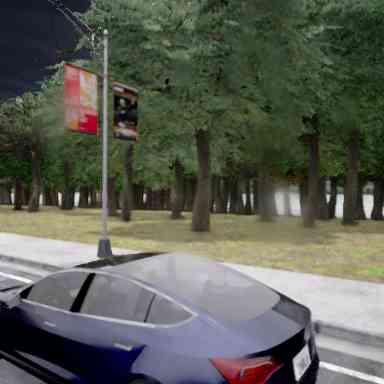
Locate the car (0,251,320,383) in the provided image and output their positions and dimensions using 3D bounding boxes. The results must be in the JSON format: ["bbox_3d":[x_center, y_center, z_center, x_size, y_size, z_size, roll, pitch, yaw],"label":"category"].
[{"bbox_3d":[-0.948,1.526,4.244,4.792,1.488,2.163,0,0,36],"label":"car"}]
